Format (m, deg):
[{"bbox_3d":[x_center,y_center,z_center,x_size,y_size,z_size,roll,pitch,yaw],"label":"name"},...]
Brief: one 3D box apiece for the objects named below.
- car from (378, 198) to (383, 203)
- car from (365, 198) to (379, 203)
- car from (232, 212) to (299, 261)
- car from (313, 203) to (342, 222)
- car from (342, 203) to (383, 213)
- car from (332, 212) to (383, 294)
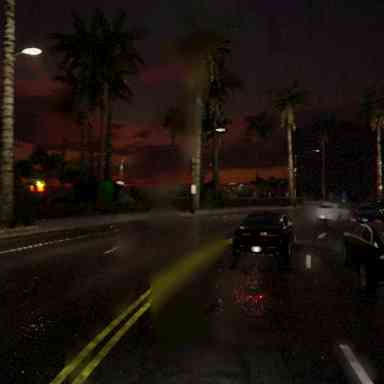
[{"bbox_3d":[28.573,1.721,45.811,5.357,1.411,2.033,0,0,-30],"label":"car"},{"bbox_3d":[27.571,1.656,49.169,4.902,1.511,2.128,0,0,-30],"label":"car"},{"bbox_3d":[2.838,1.515,12.505,1.837,1.490,4.892,0,0,21],"label":"car"},{"bbox_3d":[10.890,1.585,25.908,1.812,1.442,4.674,0,0,39],"label":"car"},{"bbox_3d":[11.002,1.612,20.414,2.033,1.411,5.357,0,0,36],"label":"car"},{"bbox_3d":[5.115,1.523,8.574,2.128,1.511,4.902,0,0,17],"label":"car"}]
